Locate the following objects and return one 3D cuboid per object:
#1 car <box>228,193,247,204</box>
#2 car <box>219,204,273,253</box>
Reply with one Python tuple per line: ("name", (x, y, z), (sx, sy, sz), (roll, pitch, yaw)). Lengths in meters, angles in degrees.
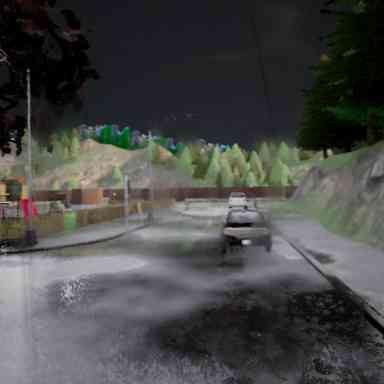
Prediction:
("car", (5.655, 1.111, 41.266), (2.150, 2.045, 5.566), (-1, 0, 7))
("car", (2.121, 1.451, 13.466), (2.128, 1.511, 4.902), (-1, 0, 7))
